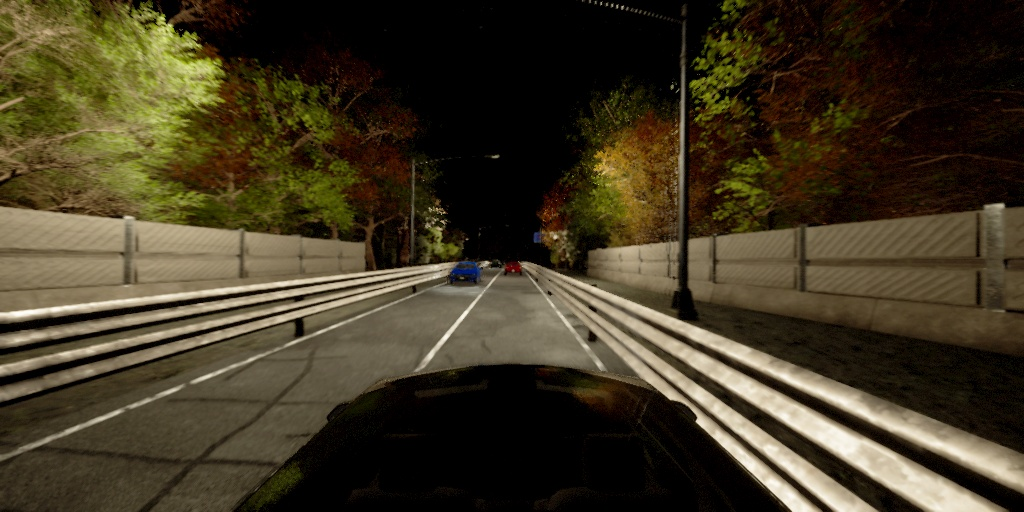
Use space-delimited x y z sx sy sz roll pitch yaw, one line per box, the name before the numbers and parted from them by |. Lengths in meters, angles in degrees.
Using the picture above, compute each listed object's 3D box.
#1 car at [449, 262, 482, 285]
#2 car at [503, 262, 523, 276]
car | -3.252 1.179 25.953 1.882 1.535 5.008 1 0 0
car | 0.131 1.322 38.206 1.812 1.442 4.674 1 0 0
